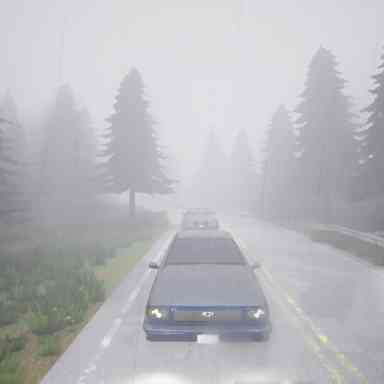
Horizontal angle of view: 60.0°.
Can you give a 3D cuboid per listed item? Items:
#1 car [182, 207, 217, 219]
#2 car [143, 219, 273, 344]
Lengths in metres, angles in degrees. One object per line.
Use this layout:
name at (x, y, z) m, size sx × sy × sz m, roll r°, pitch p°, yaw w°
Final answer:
car at (0.400, 1.584, 19.139) m, size 1.994 × 1.385 × 4.181 m, roll 0°, pitch 0°, yaw -2°
car at (0.250, 1.557, 7.054) m, size 2.033 × 1.411 × 5.357 m, roll 0°, pitch 0°, yaw 1°
